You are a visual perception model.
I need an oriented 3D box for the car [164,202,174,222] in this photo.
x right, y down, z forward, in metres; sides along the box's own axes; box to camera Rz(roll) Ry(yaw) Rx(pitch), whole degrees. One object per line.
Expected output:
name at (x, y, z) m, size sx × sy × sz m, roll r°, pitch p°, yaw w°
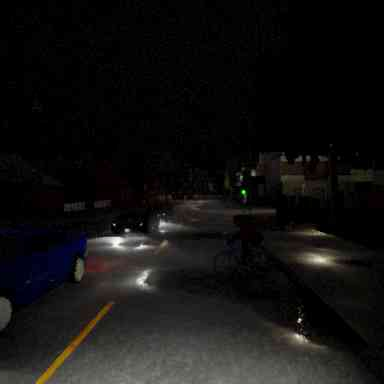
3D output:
car at (-2.569, 1.537, 26.923) m, size 2.033 × 1.411 × 5.357 m, roll 0°, pitch 0°, yaw 3°

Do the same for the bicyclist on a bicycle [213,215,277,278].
bicyclist on a bicycle at (1.378, 1.427, 8.674) m, size 1.656 × 1.620 × 0.582 m, roll 0°, pitch 0°, yaw 3°

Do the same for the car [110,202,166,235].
car at (-3.071, 1.540, 19.241) m, size 2.033 × 1.411 × 5.357 m, roll 0°, pitch 0°, yaw 4°

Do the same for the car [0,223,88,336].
car at (-3.795, 1.475, 6.818) m, size 1.882 × 1.535 × 5.008 m, roll 0°, pitch 0°, yaw 3°
